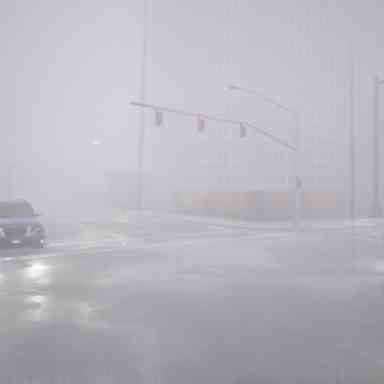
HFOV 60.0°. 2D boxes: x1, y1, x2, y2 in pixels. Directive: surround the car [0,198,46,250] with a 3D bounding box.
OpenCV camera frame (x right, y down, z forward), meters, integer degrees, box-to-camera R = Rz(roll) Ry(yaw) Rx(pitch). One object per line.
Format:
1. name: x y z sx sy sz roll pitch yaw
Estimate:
1. car: -7.867 1.349 14.207 2.150 2.045 5.566 1 1 -35
